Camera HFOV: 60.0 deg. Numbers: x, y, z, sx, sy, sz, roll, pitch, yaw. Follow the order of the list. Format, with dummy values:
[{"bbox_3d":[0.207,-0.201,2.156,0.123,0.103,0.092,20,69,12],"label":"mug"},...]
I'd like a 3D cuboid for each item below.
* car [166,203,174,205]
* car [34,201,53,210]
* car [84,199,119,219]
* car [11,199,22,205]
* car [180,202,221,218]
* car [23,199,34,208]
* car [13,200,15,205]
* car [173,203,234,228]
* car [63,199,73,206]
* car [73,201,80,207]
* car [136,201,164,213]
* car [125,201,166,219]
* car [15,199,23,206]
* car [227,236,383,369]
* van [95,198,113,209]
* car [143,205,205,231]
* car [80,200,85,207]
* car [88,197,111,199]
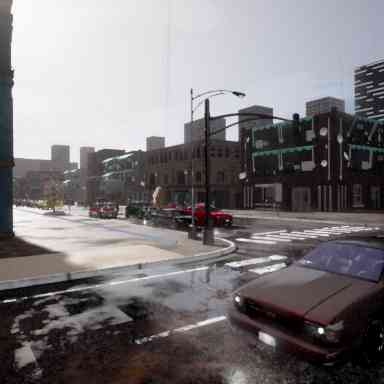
[{"bbox_3d":[-2.402,1.904,39.351,1.802,1.307,4.206,-2,0,-35],"label":"car"},{"bbox_3d":[-25.137,2.233,56.951,1.752,1.417,4.829,-1,0,-35],"label":"car"},{"bbox_3d":[-9.242,1.847,34.505,1.967,1.590,4.097,-1,0,-35],"label":"car"},{"bbox_3d":[-44.430,2.598,84.191,1.887,1.381,4.507,-1,0,-35],"label":"car"},{"bbox_3d":[0.797,1.810,34.833,2.008,1.369,4.403,-2,0,-35],"label":"car"},{"bbox_3d":[-31.634,2.376,66.124,2.008,1.369,4.403,-1,0,-35],"label":"car"},{"bbox_3d":[-41.231,2.547,79.675,2.008,1.369,4.403,-1,0,-35],"label":"car"},{"bbox_3d":[0.962,1.698,24.597,1.882,1.535,5.008,-1,0,-35],"label":"car"},{"bbox_3d":[-27.995,2.364,75.486,1.947,1.339,4.313,-1,0,-35],"label":"car"},{"bbox_3d":[-21.597,2.228,66.452,1.887,1.381,4.507,-1,0,-35],"label":"car"},{"bbox_3d":[-5.600,1.966,43.867,1.802,1.307,4.206,-1,0,-35],"label":"car"},{"bbox_3d":[-4.898,1.689,32.871,2.097,1.767,4.553,-1,0,-35],"label":"car"},{"bbox_3d":[-38.035,2.380,75.157,1.967,1.590,4.097,-1,0,-35],"label":"car"},{"bbox_3d":[3.160,1.546,5.926,5.357,1.411,2.033,0,0,-35],"label":"car"},{"bbox_3d":[-15.203,1.907,57.418,1.690,1.788,3.998,-1,0,-35],"label":"van"},{"bbox_3d":[-1.318,1.815,23.111,1.947,1.339,4.313,-1,0,-35],"label":"car"},{"bbox_3d":[-18.403,1.940,61.934,2.192,1.841,5.009,-1,0,-35],"label":"car"},{"bbox_3d":[-11.043,1.678,41.564,2.150,2.045,5.566,-1,0,-35],"label":"car"}]
